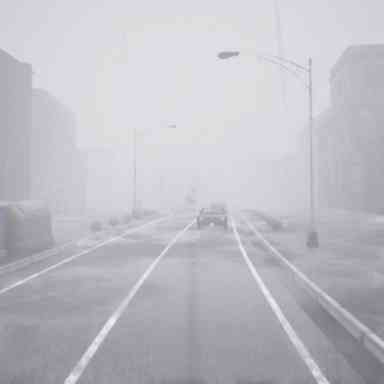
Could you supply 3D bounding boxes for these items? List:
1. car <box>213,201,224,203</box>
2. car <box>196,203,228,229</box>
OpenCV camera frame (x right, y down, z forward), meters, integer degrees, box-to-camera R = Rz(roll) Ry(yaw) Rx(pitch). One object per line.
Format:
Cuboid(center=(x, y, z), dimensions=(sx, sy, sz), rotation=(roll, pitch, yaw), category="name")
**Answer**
Cuboid(center=(3.223, 1.854, 40.100), dimensions=(1.882, 1.535, 5.008), rotation=(0, -3, 6), category="car")
Cuboid(center=(1.383, 1.642, 21.962), dimensions=(1.895, 1.301, 4.718), rotation=(0, 0, 5), category="car")
